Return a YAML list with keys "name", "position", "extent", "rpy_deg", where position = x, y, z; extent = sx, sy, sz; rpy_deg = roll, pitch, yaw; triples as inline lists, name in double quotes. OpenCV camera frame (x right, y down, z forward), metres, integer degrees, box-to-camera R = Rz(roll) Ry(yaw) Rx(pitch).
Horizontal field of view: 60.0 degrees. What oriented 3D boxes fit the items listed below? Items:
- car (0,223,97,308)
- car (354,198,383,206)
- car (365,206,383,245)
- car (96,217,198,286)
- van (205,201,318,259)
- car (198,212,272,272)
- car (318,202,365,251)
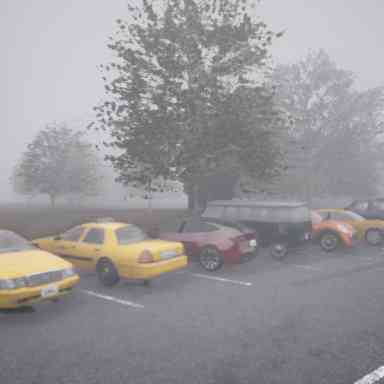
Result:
- name: "car"
  position: [-4.778, 1.483, 7.560]
  extent: [5.366, 1.575, 1.946]
  rpy_deg: [-1, -1, 34]
- name: "car"
  position: [9.559, 1.361, 17.949]
  extent: [5.566, 2.045, 2.435]
  rpy_deg: [-1, -1, 35]
- name: "car"
  position: [7.167, 1.595, 16.229]
  extent: [5.008, 1.535, 2.097]
  rpy_deg: [-1, -1, 35]
- name: "car"
  position: [-2.661, 1.511, 9.487]
  extent: [5.366, 1.575, 1.946]
  rpy_deg: [-1, -1, 35]
- name: "van"
  position: [2.233, 1.332, 12.863]
  extent: [4.442, 1.987, 1.878]
  rpy_deg: [-1, -1, 35]
- name: "car"
  position: [-0.113, 1.565, 11.105]
  extent: [4.792, 1.488, 2.163]
  rpy_deg: [-1, -1, 35]
- name: "car"
  position: [4.726, 1.452, 14.530]
  extent: [4.553, 1.767, 2.185]
  rpy_deg: [-1, -1, 35]
